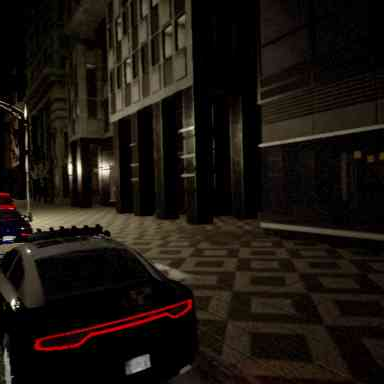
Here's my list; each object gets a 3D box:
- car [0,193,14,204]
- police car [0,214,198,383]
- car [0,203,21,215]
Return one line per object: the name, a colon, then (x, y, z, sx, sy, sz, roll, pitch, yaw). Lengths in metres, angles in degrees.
car: (-11.033, 1.092, 18.231, 2.150, 2.045, 5.566, -2, 1, -35)
police car: (-1.970, 1.349, 5.141, 1.930, 1.638, 5.238, -2, 2, -35)
car: (-7.595, 1.412, 13.278, 1.812, 1.442, 4.674, -2, 2, -35)
